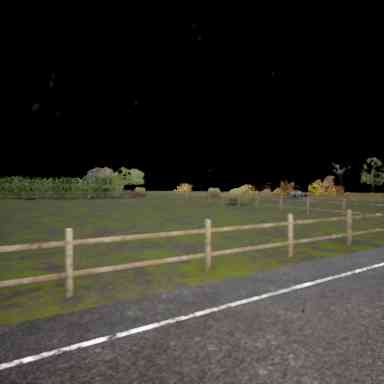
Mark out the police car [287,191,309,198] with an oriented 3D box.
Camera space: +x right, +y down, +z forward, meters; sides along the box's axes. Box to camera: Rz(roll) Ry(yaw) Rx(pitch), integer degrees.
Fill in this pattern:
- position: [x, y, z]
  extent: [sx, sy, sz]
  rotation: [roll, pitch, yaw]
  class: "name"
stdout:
- position: [23.855, 0.531, 75.058]
  extent: [1.930, 1.638, 5.238]
  rotation: [1, 0, -32]
  class: "police car"
